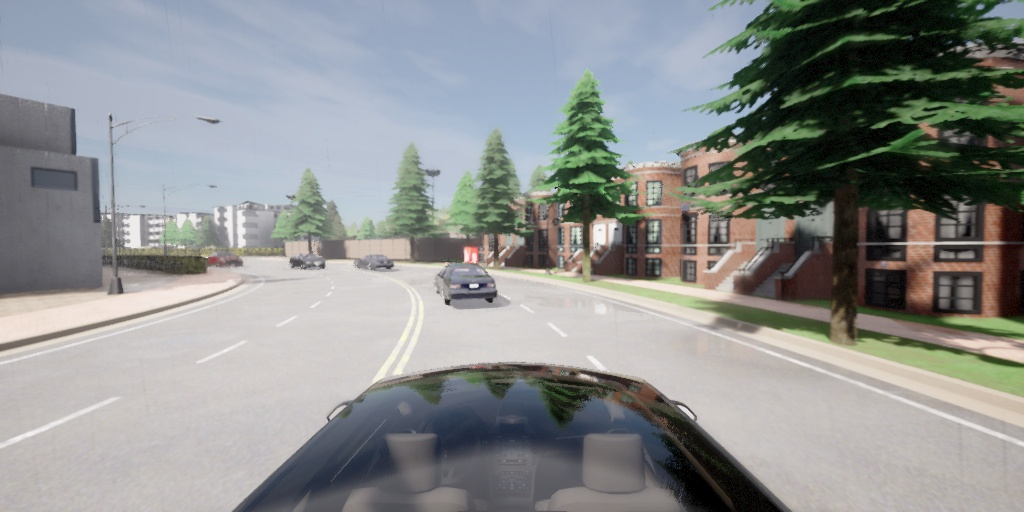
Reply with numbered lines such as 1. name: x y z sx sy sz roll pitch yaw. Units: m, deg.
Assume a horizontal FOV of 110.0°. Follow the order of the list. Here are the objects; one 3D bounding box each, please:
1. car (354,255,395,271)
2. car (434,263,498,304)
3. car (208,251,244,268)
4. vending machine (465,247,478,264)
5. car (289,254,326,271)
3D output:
1. car: -12.651 0.577 32.778 2.033 1.411 5.357 -2 2 -43
2. car: -2.007 0.989 14.381 2.033 1.411 5.357 -1 1 -17
3. car: -30.150 0.335 37.691 4.553 1.767 2.097 1 2 36
4. vending machine: -3.823 0.161 33.801 1.100 2.100 0.880 0 0 -37
5. car: -19.430 0.520 34.003 4.902 1.511 2.128 1 2 39
